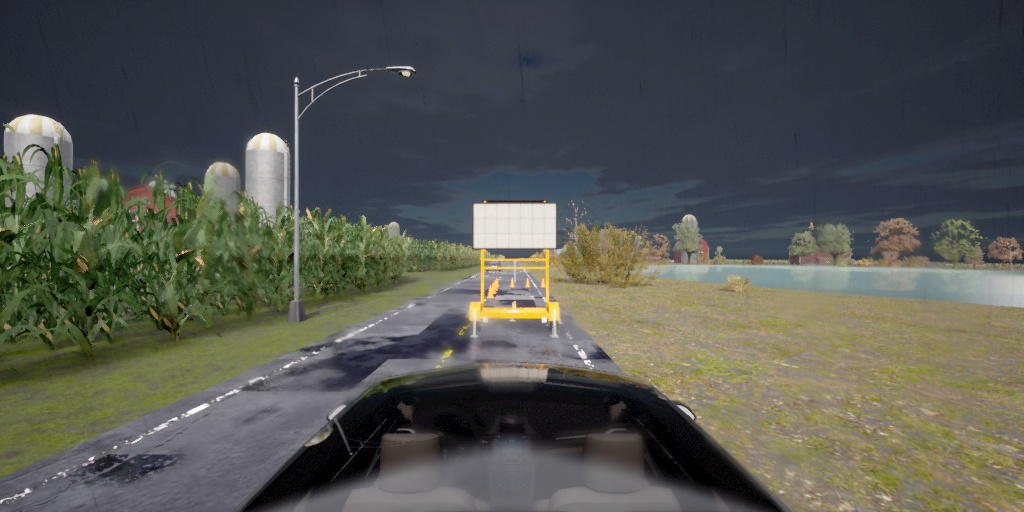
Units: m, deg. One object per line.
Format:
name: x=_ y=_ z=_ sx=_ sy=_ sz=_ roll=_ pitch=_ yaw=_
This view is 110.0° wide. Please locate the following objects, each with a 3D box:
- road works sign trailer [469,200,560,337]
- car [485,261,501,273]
road works sign trailer: x=0.081 y=0.217 z=10.239 sx=2.380 sy=3.560 sz=2.880 roll=0 pitch=0 yaw=0
car: x=-2.373 y=1.294 z=45.826 sx=2.128 sy=1.511 sz=4.902 roll=0 pitch=0 yaw=0
